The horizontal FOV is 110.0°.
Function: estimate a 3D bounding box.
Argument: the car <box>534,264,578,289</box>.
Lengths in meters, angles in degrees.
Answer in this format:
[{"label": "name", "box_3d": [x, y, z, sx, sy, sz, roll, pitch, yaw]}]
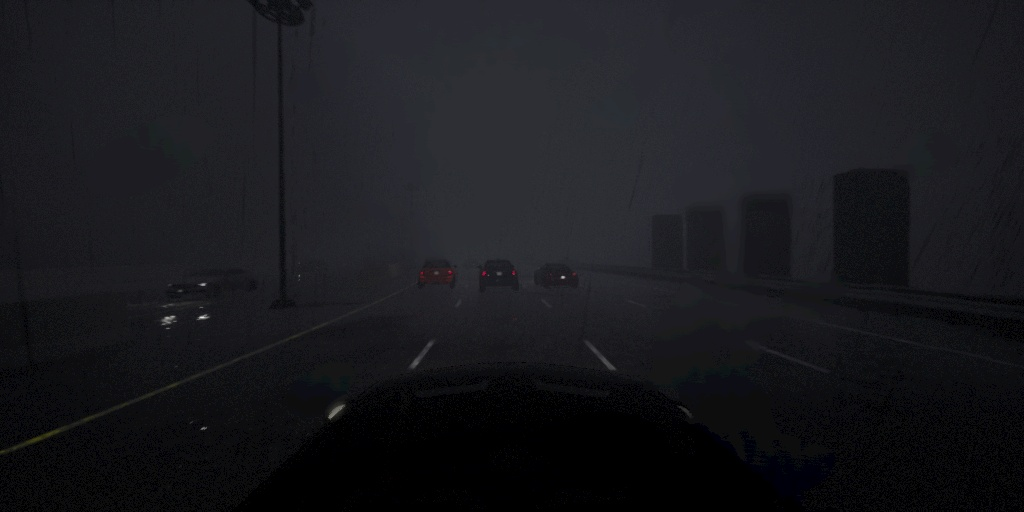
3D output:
[{"label": "car", "box_3d": [2.579, 1.142, 21.821, 1.994, 1.385, 4.181, 0, 0, -7]}]

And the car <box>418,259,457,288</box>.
[{"label": "car", "box_3d": [-4.562, 0.978, 22.528, 2.097, 1.767, 4.553, -1, 0, -7]}]

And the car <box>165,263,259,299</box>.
[{"label": "car", "box_3d": [-14.917, 1.264, 18.213, 1.812, 1.442, 4.674, 0, 0, -5]}]

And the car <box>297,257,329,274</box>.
[{"label": "car", "box_3d": [-21.893, 1.105, 39.818, 1.882, 1.535, 5.008, -1, 0, -13]}]

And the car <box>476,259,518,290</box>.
[{"label": "car", "box_3d": [-0.908, 0.961, 21.124, 2.097, 1.767, 4.553, -1, 0, -6]}]

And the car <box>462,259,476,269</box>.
[{"label": "car", "box_3d": [-5.338, 1.011, 46.958, 1.994, 1.385, 4.181, 0, 0, -14]}]

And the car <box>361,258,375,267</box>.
[{"label": "car", "box_3d": [-23.624, 1.021, 58.871, 1.812, 1.442, 4.674, -1, 0, -18]}]

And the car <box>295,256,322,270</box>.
[{"label": "car", "box_3d": [-27.978, 0.953, 49.452, 2.097, 1.767, 4.553, -1, 0, -16]}]
